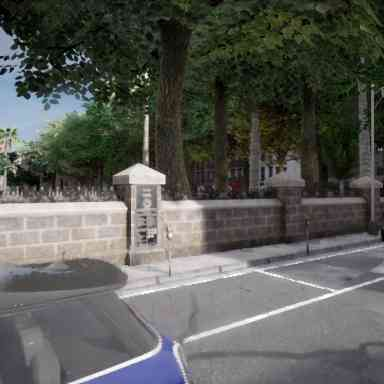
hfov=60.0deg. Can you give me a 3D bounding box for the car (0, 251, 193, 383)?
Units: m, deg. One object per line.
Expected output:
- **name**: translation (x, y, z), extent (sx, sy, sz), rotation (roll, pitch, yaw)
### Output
- **car**: translation (-2.178, 1.352, 1.825), extent (4.553, 1.767, 2.097), rotation (0, 0, -36)

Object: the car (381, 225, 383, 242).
- **car**: translation (9.700, 1.310, 13.463), extent (5.009, 1.841, 2.192), rotation (0, 0, -36)
